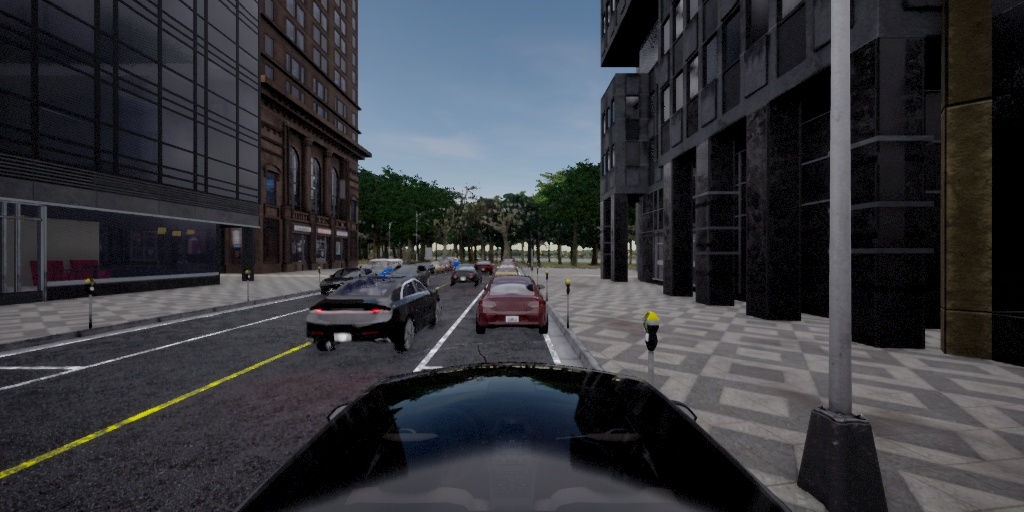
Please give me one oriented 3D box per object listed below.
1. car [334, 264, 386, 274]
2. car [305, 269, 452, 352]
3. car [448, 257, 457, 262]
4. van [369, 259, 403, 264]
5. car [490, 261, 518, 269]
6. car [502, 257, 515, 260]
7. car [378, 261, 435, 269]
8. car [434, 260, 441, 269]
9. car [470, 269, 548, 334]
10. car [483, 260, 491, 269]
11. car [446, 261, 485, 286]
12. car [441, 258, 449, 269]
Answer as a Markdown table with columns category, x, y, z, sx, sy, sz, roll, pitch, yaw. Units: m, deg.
| category | x | y | z | sx | sy | sz | roll | pitch | yaw |
| --- | --- | --- | --- | --- | --- | --- | --- | --- | --- |
| car | -8.908 | 1.317 | 19.986 | 1.948 | 1.339 | 4.313 | 0 | 0 | 0 |
| car | -3.048 | 1.242 | 8.878 | 2.128 | 1.511 | 4.902 | 0 | 0 | 0 |
| car | -8.908 | 1.201 | 47.173 | 1.967 | 1.591 | 4.097 | 0 | 0 | 0 |
| van | -8.908 | 1.093 | 25.423 | 1.690 | 1.789 | 3.998 | 0 | 0 | 0 |
| car | -0.383 | 1.278 | 25.593 | 1.751 | 1.417 | 4.829 | 0 | 0 | 0 |
| car | -0.383 | 1.196 | 36.298 | 1.967 | 1.591 | 4.097 | 0 | 0 | 0 |
| car | -6.246 | 1.256 | 21.554 | 1.837 | 1.490 | 4.892 | 0 | 0 | 0 |
| car | -8.908 | 1.322 | 36.298 | 1.948 | 1.339 | 4.313 | 0 | 0 | 0 |
| car | 0.003 | 1.276 | 10.500 | 1.812 | 1.442 | 4.674 | 0 | 0 | 0 |
| car | -3.047 | 1.235 | 39.846 | 1.882 | 1.535 | 5.008 | 0 | 0 | 0 |
| car | -3.149 | 1.278 | 25.239 | 1.812 | 1.442 | 4.674 | 0 | 0 | 0 |
| car | -8.908 | 1.284 | 41.566 | 1.751 | 1.417 | 4.829 | 0 | 0 | 0 |
